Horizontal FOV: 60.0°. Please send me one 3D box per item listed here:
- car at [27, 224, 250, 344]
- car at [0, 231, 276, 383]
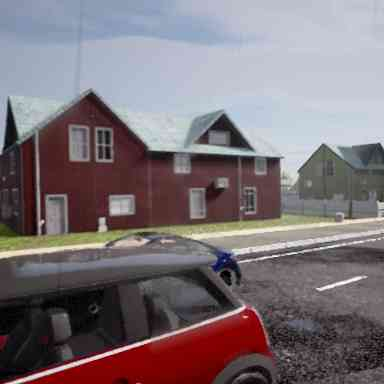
[{"bbox_3d":[-0.983,1.564,6.977,4.181,1.385,1.994,0,0,-36],"label":"car"},{"bbox_3d":[-1.475,1.352,2.634,4.553,1.767,2.097,0,0,-36],"label":"car"}]
